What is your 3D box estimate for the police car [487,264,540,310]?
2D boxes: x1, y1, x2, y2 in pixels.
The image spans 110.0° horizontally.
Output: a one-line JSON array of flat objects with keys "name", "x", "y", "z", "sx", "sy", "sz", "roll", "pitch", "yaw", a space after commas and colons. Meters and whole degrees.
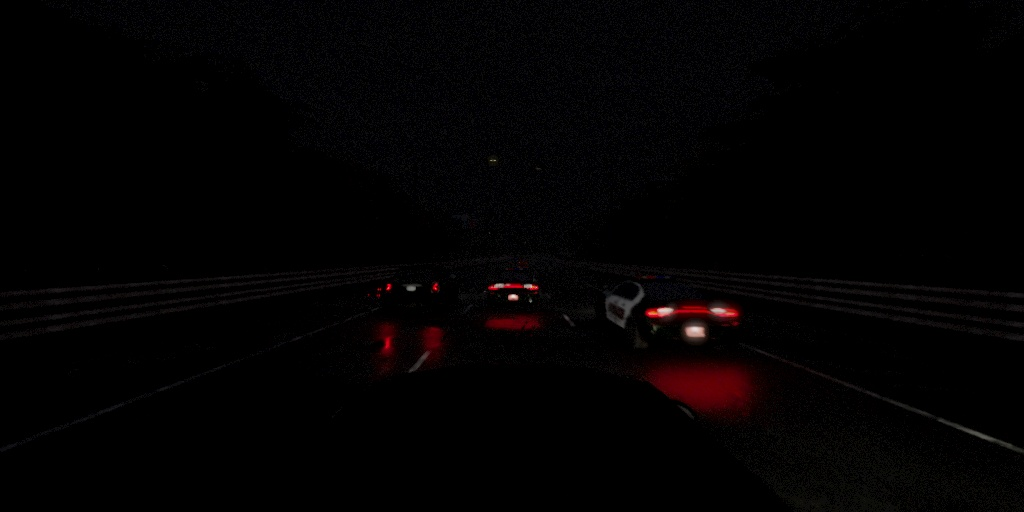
[{"name": "police car", "x": 0.083, "y": 1.293, "z": 15.017, "sx": 2.038, "sy": 1.542, "sz": 4.974, "roll": 0, "pitch": 0, "yaw": 1}]

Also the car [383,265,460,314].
[{"name": "car", "x": -3.351, "y": 1.135, "z": 14.142, "sx": 2.097, "sy": 1.767, "sz": 4.553, "roll": 0, "pitch": 0, "yaw": 1}]

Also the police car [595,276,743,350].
[{"name": "police car", "x": 3.517, "y": 1.283, "z": 9.271, "sx": 2.038, "sy": 1.542, "sz": 4.974, "roll": 0, "pitch": 0, "yaw": 0}]
